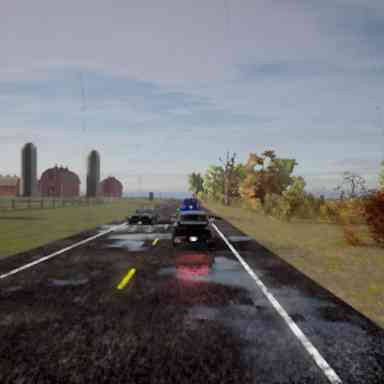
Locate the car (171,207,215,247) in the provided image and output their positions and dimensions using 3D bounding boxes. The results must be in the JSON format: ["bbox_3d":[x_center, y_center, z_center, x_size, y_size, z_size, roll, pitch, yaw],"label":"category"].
[{"bbox_3d":[0.049,1.689,16.132,1.837,1.490,4.892,0,0,0],"label":"car"}]

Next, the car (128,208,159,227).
[{"bbox_3d":[-3.695,1.895,25.764,1.895,1.301,4.718,0,-1,0],"label":"car"}]

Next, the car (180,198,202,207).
[{"bbox_3d":[-0.118,1.628,35.309,2.150,2.045,5.566,0,0,-1],"label":"car"}]
